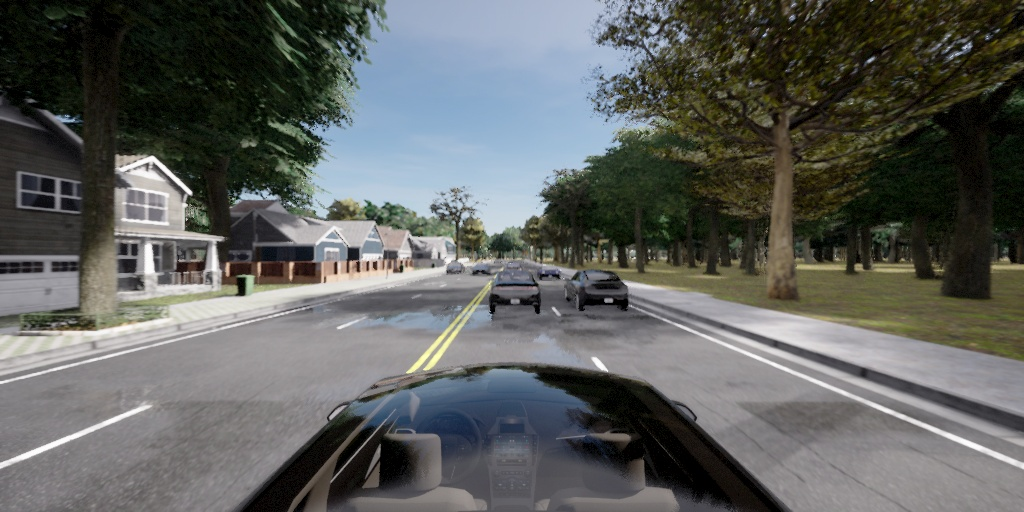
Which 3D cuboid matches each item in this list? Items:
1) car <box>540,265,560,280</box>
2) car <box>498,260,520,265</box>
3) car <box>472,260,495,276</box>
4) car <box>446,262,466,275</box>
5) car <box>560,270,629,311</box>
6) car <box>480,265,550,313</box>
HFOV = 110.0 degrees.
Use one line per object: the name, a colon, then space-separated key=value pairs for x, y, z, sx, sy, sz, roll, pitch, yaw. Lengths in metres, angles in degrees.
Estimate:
car: x=3.358 y=1.489 z=33.722 sx=1.895 sy=1.301 sz=4.718 roll=0 pitch=0 yaw=0
car: x=0.109 y=1.379 z=33.508 sx=2.128 sy=1.511 sz=4.902 roll=0 pitch=0 yaw=0
car: x=-3.335 y=1.461 z=40.185 sx=2.033 sy=1.411 sz=5.357 roll=0 pitch=0 yaw=0
car: x=-6.577 y=1.448 z=42.440 sx=1.812 sy=1.442 sz=4.674 roll=0 pitch=0 yaw=0
car: x=3.355 y=1.314 z=14.853 sx=1.837 sy=1.490 sz=4.892 roll=0 pitch=0 yaw=0
car: x=0.105 y=1.298 z=14.224 sx=2.128 sy=1.511 sz=4.902 roll=0 pitch=0 yaw=0
